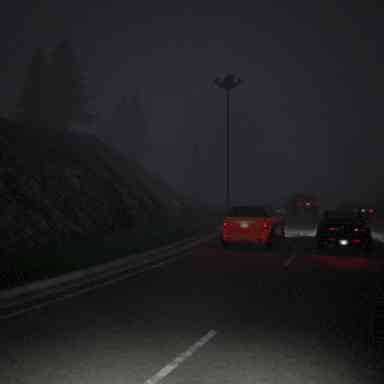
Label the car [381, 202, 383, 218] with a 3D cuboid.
[{"bbox_3d":[17.058,1.523,29.440,1.895,1.301,4.718,0,0,6],"label":"car"}]

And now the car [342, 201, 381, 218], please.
[{"bbox_3d":[13.342,1.474,27.653,2.033,1.411,5.357,0,0,8],"label":"car"}]

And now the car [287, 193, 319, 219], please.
[{"bbox_3d":[10.244,1.139,31.266,2.150,2.045,5.566,0,0,5],"label":"car"}]

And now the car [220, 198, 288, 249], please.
[{"bbox_3d":[2.832,1.312,14.827,2.097,1.767,4.553,0,0,22],"label":"car"}]

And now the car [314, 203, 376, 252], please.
[{"bbox_3d":[6.224,1.470,13.907,1.837,1.490,4.892,0,1,22],"label":"car"}]
